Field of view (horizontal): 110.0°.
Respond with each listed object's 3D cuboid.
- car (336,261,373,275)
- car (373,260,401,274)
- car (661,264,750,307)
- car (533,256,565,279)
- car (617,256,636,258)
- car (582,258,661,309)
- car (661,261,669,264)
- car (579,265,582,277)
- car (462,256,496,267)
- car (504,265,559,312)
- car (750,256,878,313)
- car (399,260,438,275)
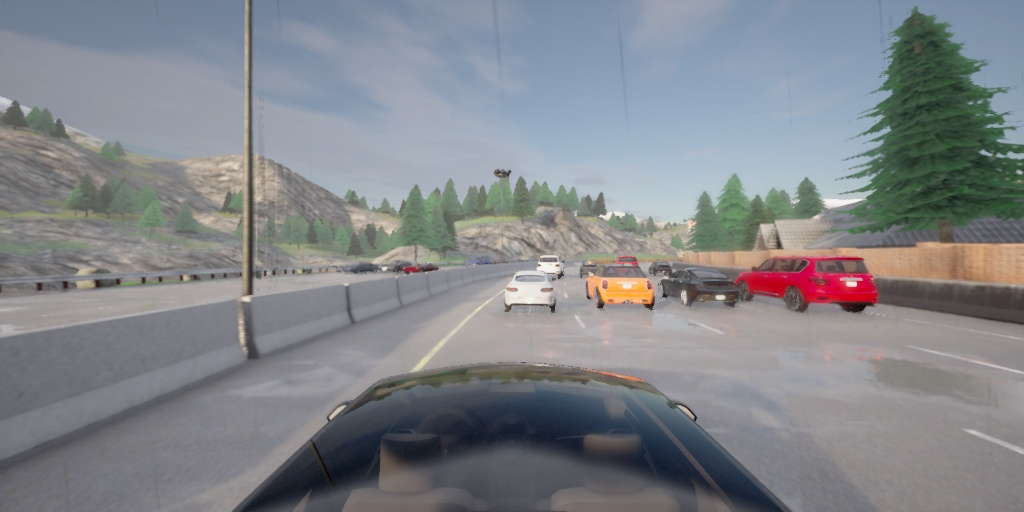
[{"bbox_3d":[-16.751,1.252,39.300,2.033,1.411,5.357,0,0,13],"label":"car"},{"bbox_3d":[-12.917,1.206,40.230,2.128,1.511,4.902,0,0,14],"label":"car"},{"bbox_3d":[7.919,1.277,15.638,1.837,1.490,4.892,0,0,5],"label":"car"},{"bbox_3d":[3.703,0.983,33.705,2.150,2.045,5.566,0,0,12],"label":"car"},{"bbox_3d":[11.336,1.004,35.693,2.150,2.045,5.566,0,0,14],"label":"car"},{"bbox_3d":[4.375,1.115,15.140,2.097,1.767,4.553,0,0,5],"label":"car"},{"bbox_3d":[15.359,1.298,37.231,1.837,1.490,4.892,0,0,14],"label":"car"},{"bbox_3d":[7.631,1.264,35.121,2.128,1.511,4.902,0,0,13],"label":"car"},{"bbox_3d":[-4.331,0.963,45.543,2.150,2.045,5.566,0,0,16],"label":"car"},{"bbox_3d":[0.768,1.278,14.218,1.812,1.442,4.674,0,0,5],"label":"car"},{"bbox_3d":[11.285,1.003,14.316,2.150,2.045,5.566,0,0,5],"label":"car"},{"bbox_3d":[-9.784,1.325,38.424,1.895,1.301,4.718,0,0,13],"label":"car"}]
